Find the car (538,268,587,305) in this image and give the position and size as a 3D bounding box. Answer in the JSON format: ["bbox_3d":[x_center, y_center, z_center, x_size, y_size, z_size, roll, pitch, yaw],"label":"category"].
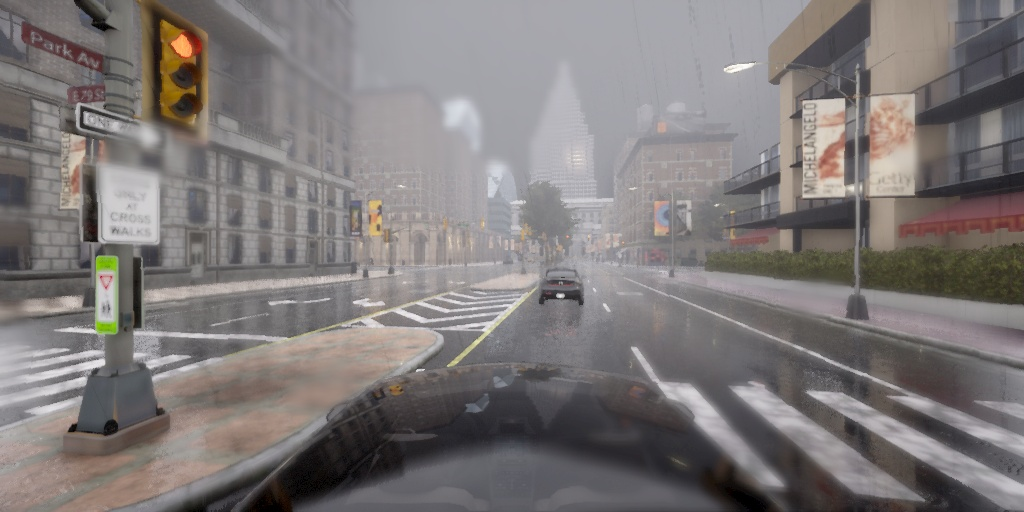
[{"bbox_3d":[2.242,1.265,16.034,1.837,1.490,4.892,0,0,9],"label":"car"}]
